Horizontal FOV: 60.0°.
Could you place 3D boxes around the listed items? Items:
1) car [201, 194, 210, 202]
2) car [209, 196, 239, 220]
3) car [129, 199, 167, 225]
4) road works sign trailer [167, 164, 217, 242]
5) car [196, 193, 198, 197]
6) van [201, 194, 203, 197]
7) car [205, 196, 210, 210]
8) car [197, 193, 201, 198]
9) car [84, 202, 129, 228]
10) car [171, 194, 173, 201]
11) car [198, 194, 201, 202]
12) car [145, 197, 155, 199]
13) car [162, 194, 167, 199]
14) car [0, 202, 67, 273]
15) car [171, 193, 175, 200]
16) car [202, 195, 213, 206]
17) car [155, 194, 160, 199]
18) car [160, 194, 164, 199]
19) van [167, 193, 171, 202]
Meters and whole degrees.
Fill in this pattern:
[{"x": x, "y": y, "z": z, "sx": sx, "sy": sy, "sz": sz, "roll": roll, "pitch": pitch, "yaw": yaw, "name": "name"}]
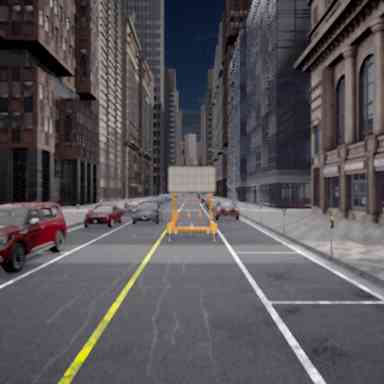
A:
[{"x": 2.770, "y": 1.474, "z": 50.075, "sx": 1.887, "sy": 1.381, "sz": 4.507, "roll": 0, "pitch": 0, "yaw": 0, "name": "car"}, {"x": 2.769, "y": 1.400, "z": 27.666, "sx": 1.967, "sy": 1.590, "sz": 4.097, "roll": 0, "pitch": 0, "yaw": 0, "name": "car"}, {"x": -3.097, "y": 1.469, "z": 23.952, "sx": 1.837, "sy": 1.490, "sz": 4.892, "roll": 0, "pitch": 0, "yaw": 0, "name": "car"}, {"x": 0.002, "y": 0.440, "z": 16.346, "sx": 2.380, "sy": 3.560, "sz": 2.880, "roll": 0, "pitch": 0, "yaw": 0, "name": "road works sign trailer"}, {"x": 2.772, "y": 1.423, "z": 89.291, "sx": 1.887, "sy": 1.381, "sz": 4.507, "roll": 0, "pitch": 0, "yaw": 0, "name": "car"}, {"x": 2.771, "y": 1.263, "z": 55.677, "sx": 1.690, "sy": 1.788, "sz": 3.998, "roll": 0, "pitch": 0, "yaw": 0, "name": "van"}, {"x": 2.769, "y": 1.470, "z": 39.041, "sx": 1.752, "sy": 1.417, "sz": 4.829, "roll": 0, "pitch": 0, "yaw": 0, "name": "car"}, {"x": 2.772, "y": 1.340, "z": 72.484, "sx": 1.967, "sy": 1.590, "sz": 4.097, "roll": 0, "pitch": 0, "yaw": 0, "name": "car"}, {"x": -5.758, "y": 1.512, "z": 22.059, "sx": 1.887, "sy": 1.381, "sz": 4.507, "roll": 0, "pitch": 0, "yaw": 0, "name": "car"}, {"x": -5.754, "y": 1.482, "z": 72.475, "sx": 1.802, "sy": 1.307, "sz": 4.206, "roll": 0, "pitch": 0, "yaw": 0, "name": "car"}, {"x": 2.771, "y": 1.452, "z": 66.883, "sx": 1.887, "sy": 1.381, "sz": 4.507, "roll": 0, "pitch": 0, "yaw": 0, "name": "car"}, {"x": -5.756, "y": 1.470, "z": 38.694, "sx": 1.752, "sy": 1.417, "sz": 4.829, "roll": 0, "pitch": 0, "yaw": 0, "name": "car"}, {"x": -5.755, "y": 1.467, "z": 55.670, "sx": 1.887, "sy": 1.381, "sz": 4.507, "roll": 0, "pitch": 0, "yaw": 0, "name": "car"}, {"x": -5.757, "y": 1.298, "z": 10.855, "sx": 2.192, "sy": 1.841, "sz": 5.009, "roll": 0, "pitch": 0, "yaw": 0, "name": "car"}, {"x": -5.753, "y": 1.332, "z": 78.077, "sx": 1.967, "sy": 1.590, "sz": 4.097, "roll": 0, "pitch": 0, "yaw": 0, "name": "car"}, {"x": 2.769, "y": 1.482, "z": 44.474, "sx": 1.887, "sy": 1.381, "sz": 4.507, "roll": 0, "pitch": 0, "yaw": 0, "name": "car"}, {"x": -5.756, "y": 1.377, "z": 44.465, "sx": 1.967, "sy": 1.590, "sz": 4.097, "roll": 0, "pitch": 0, "yaw": 0, "name": "car"}, {"x": -5.756, "y": 1.474, "z": 50.067, "sx": 1.887, "sy": 1.381, "sz": 4.507, "roll": 0, "pitch": 0, "yaw": 0, "name": "car"}, {"x": -5.754, "y": 1.248, "z": 66.873, "sx": 1.690, "sy": 1.788, "sz": 3.998, "roll": 0, "pitch": 0, "yaw": 0, "name": "van"}]
